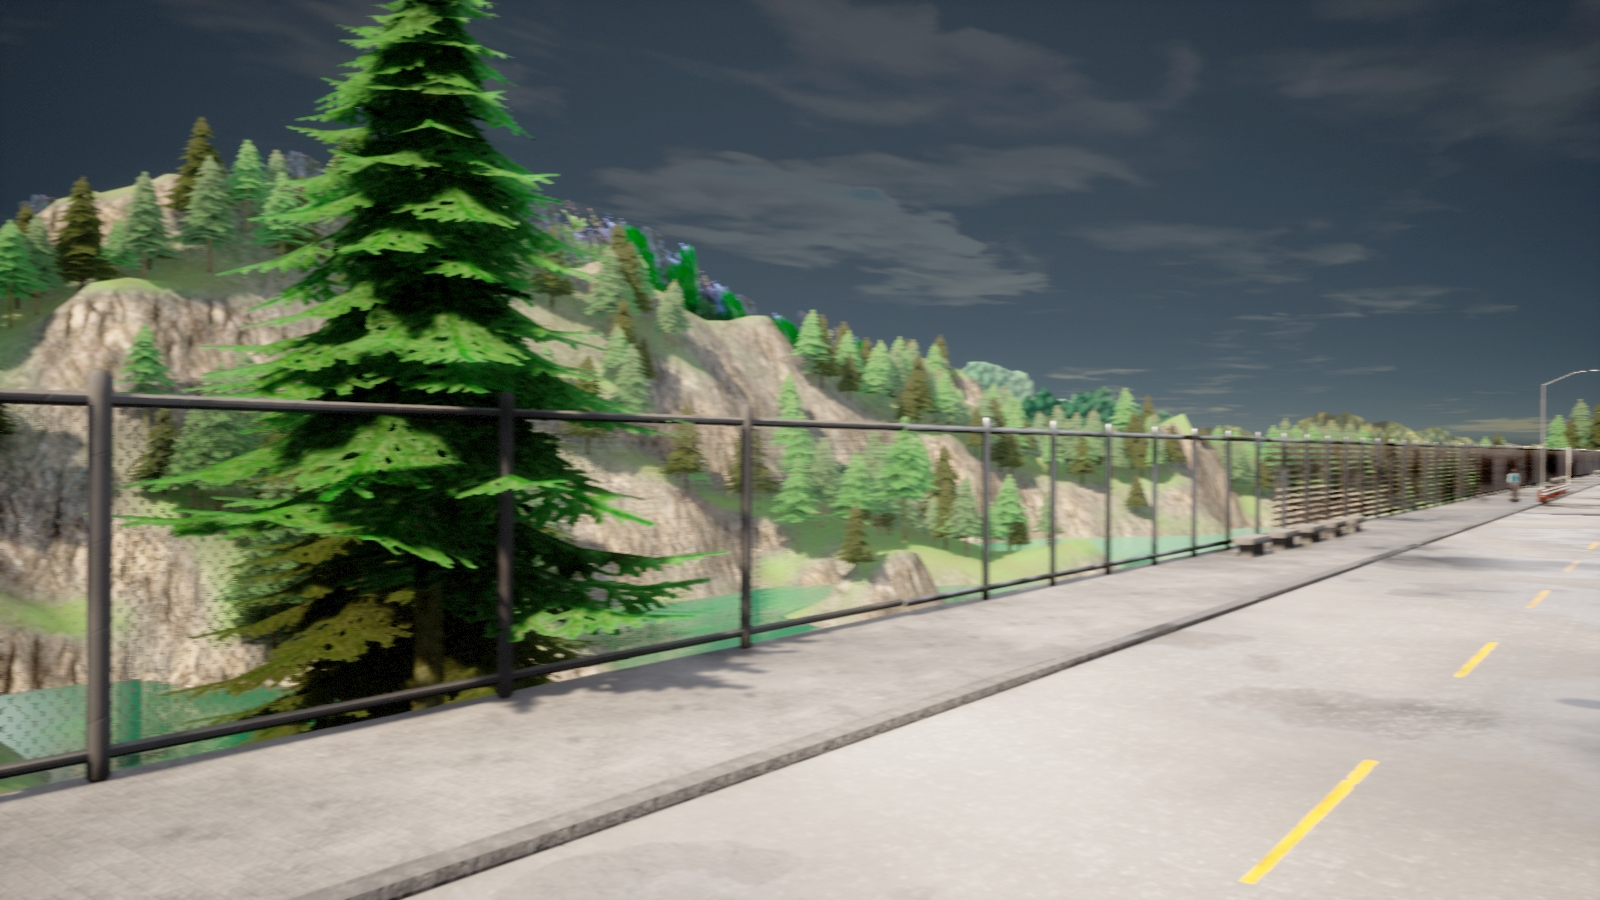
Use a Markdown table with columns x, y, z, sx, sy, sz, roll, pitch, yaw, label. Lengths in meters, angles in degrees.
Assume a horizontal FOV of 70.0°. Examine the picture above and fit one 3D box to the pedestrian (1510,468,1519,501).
| x | y | z | sx | sy | sz | roll | pitch | yaw | label |
| --- | --- | --- | --- | --- | --- | --- | --- | --- | --- |
| 40.245 | 1.949 | 64.369 | 0.375 | 1.860 | 0.375 | 0 | 0 | 27 | pedestrian |
